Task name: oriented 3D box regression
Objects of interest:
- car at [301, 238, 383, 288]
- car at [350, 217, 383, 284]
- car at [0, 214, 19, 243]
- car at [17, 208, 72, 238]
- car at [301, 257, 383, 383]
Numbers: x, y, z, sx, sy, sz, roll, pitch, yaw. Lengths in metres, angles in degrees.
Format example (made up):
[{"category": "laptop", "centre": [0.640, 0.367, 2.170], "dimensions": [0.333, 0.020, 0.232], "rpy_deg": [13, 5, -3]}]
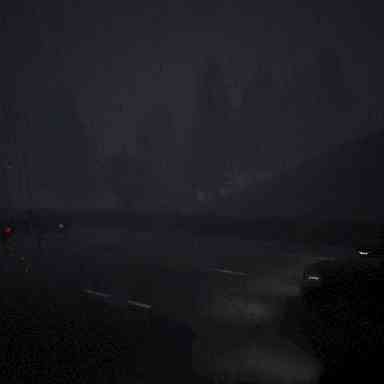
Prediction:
[{"category": "car", "centre": [4.175, 1.522, 5.314], "dimensions": [4.674, 1.442, 1.812], "rpy_deg": [-1, 0, 35]}, {"category": "car", "centre": [6.598, 1.498, 7.885], "dimensions": [4.892, 1.490, 1.837], "rpy_deg": [0, 0, 35]}, {"category": "car", "centre": [-10.498, 1.774, 15.776], "dimensions": [4.718, 1.301, 1.895], "rpy_deg": [-1, 0, 35]}, {"category": "car", "centre": [-8.898, 1.656, 18.934], "dimensions": [5.008, 1.535, 1.882], "rpy_deg": [-1, 0, 35]}, {"category": "car", "centre": [3.219, 1.486, 1.697], "dimensions": [4.892, 1.490, 1.837], "rpy_deg": [-1, -1, 35]}]
